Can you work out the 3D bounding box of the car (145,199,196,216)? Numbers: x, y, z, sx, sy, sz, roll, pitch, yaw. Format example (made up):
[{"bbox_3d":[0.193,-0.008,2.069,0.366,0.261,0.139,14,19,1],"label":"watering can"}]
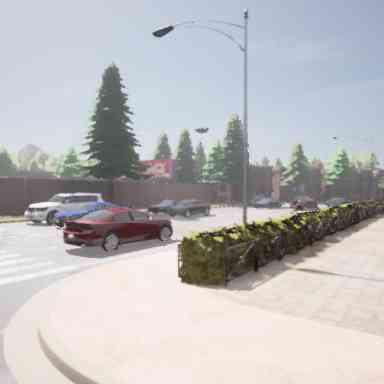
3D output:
[{"bbox_3d":[-2.006,1.439,32.841,2.033,1.411,5.357,0,0,36],"label":"car"}]

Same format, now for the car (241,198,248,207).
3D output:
[{"bbox_3d":[8.905,1.245,47.167,2.097,1.767,4.553,0,0,40],"label":"car"}]

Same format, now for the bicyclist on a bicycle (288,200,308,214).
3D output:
[{"bbox_3d":[5.761,1.271,18.035,1.656,1.620,0.582,0,0,36],"label":"bicyclist on a bicycle"}]

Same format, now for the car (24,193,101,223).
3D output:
[{"bbox_3d":[-8.763,1.112,23.529,2.150,2.045,5.566,0,0,36],"label":"car"}]

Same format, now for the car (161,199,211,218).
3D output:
[{"bbox_3d":[-0.188,1.413,29.372,1.837,1.490,4.892,0,1,36],"label":"car"}]

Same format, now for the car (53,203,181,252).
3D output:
[{"bbox_3d":[-2.848,1.423,13.851,1.882,1.535,5.008,0,0,36],"label":"car"}]

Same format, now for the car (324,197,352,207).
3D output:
[{"bbox_3d":[18.637,1.443,42.060,2.128,1.511,4.902,0,0,44],"label":"car"}]

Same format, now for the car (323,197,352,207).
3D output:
[{"bbox_3d":[21.666,1.506,49.567,4.181,1.385,1.994,0,0,-34],"label":"car"}]

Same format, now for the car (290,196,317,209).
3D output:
[{"bbox_3d":[14.337,1.284,42.584,2.097,1.767,4.553,0,0,41],"label":"car"}]

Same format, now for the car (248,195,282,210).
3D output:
[{"bbox_3d":[9.713,1.459,42.666,2.033,1.411,5.357,0,0,39],"label":"car"}]

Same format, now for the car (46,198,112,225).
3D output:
[{"bbox_3d":[-6.220,1.387,21.074,1.882,1.535,5.008,0,0,36],"label":"car"}]
